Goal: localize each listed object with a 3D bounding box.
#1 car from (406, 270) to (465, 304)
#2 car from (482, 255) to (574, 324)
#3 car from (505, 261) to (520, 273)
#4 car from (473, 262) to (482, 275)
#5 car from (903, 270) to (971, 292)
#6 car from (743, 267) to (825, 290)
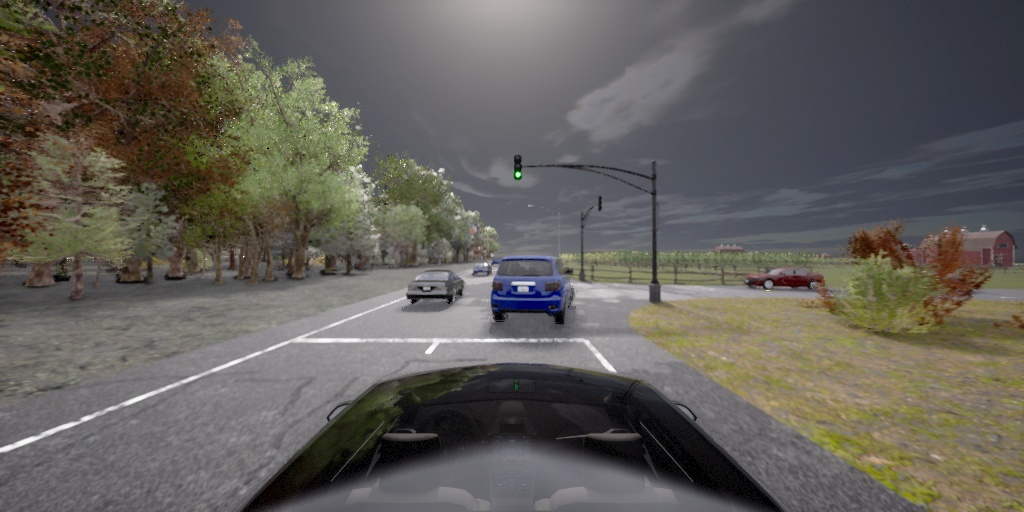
[{"bbox_3d":[-3.394,1.343,16.771,2.033,1.411,5.357,0,0,0],"label":"car"},{"bbox_3d":[0.872,1.005,12.444,2.150,2.045,5.566,0,0,12],"label":"car"},{"bbox_3d":[0.115,1.382,46.539,1.837,1.490,4.892,0,0,0],"label":"car"},{"bbox_3d":[-3.386,1.411,41.294,2.033,1.411,5.357,0,0,0],"label":"car"},{"bbox_3d":[29.397,1.718,25.305,4.674,1.442,1.812,1,-1,0],"label":"car"},{"bbox_3d":[19.123,1.558,25.361,5.008,1.535,1.882,1,-1,0],"label":"car"}]
